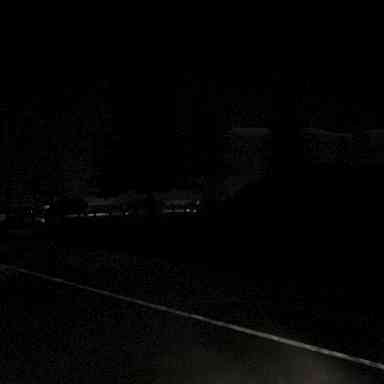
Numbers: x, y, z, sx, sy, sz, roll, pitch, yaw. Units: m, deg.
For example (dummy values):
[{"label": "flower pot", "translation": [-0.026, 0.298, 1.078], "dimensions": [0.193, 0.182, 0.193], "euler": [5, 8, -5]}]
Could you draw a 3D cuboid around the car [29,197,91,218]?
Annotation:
[{"label": "car", "translation": [-11.353, 1.248, 29.351], "dimensions": [2.097, 1.767, 4.553], "euler": [0, 0, 41]}]

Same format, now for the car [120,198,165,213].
[{"label": "car", "translation": [-5.147, 1.394, 35.766], "dimensions": [4.902, 1.511, 2.128], "euler": [0, 0, -42]}]

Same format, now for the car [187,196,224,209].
[{"label": "car", "translation": [1.779, 1.266, 41.503], "dimensions": [4.553, 1.767, 2.097], "euler": [0, 0, -35]}]

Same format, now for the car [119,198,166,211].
[{"label": "car", "translation": [-5.898, 1.436, 39.863], "dimensions": [5.357, 1.411, 2.033], "euler": [0, 0, -42]}]

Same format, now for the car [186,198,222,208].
[{"label": "car", "translation": [1.668, 1.502, 45.750], "dimensions": [4.718, 1.301, 1.895], "euler": [0, 0, -35]}]
